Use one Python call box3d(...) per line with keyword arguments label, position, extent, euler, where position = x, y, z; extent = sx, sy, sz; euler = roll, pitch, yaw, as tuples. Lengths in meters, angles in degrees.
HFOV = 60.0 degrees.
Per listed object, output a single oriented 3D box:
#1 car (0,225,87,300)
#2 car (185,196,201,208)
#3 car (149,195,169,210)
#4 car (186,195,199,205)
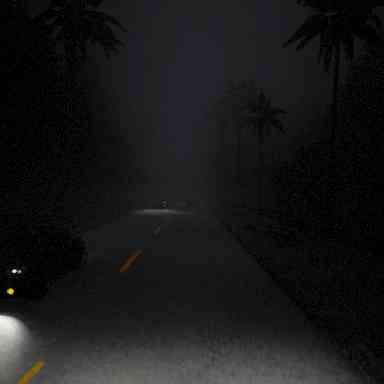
box3d(label="car", position=(-4.099, 1.540, 8.192), extent=(1.994, 1.385, 4.181), euler=(0, 0, 0))
box3d(label="car", position=(0.110, 1.356, 45.406), extent=(2.128, 1.511, 4.902), euler=(0, 0, 0))
box3d(label="car", position=(-4.085, 1.229, 41.722), extent=(2.097, 1.767, 4.553), euler=(0, 0, 0))
box3d(label="car", position=(0.124, 1.327, 55.919), extent=(2.128, 1.511, 4.902), euler=(0, 0, 0))
